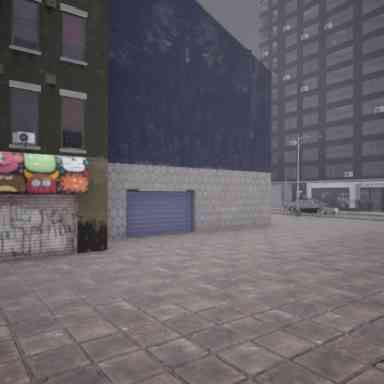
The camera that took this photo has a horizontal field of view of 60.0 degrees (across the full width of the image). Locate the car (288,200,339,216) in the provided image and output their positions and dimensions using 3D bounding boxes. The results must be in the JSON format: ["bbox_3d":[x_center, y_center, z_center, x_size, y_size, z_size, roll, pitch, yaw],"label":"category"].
[{"bbox_3d":[11.562,1.517,31.888,2.128,1.511,4.902,1,0,-36],"label":"car"}]
